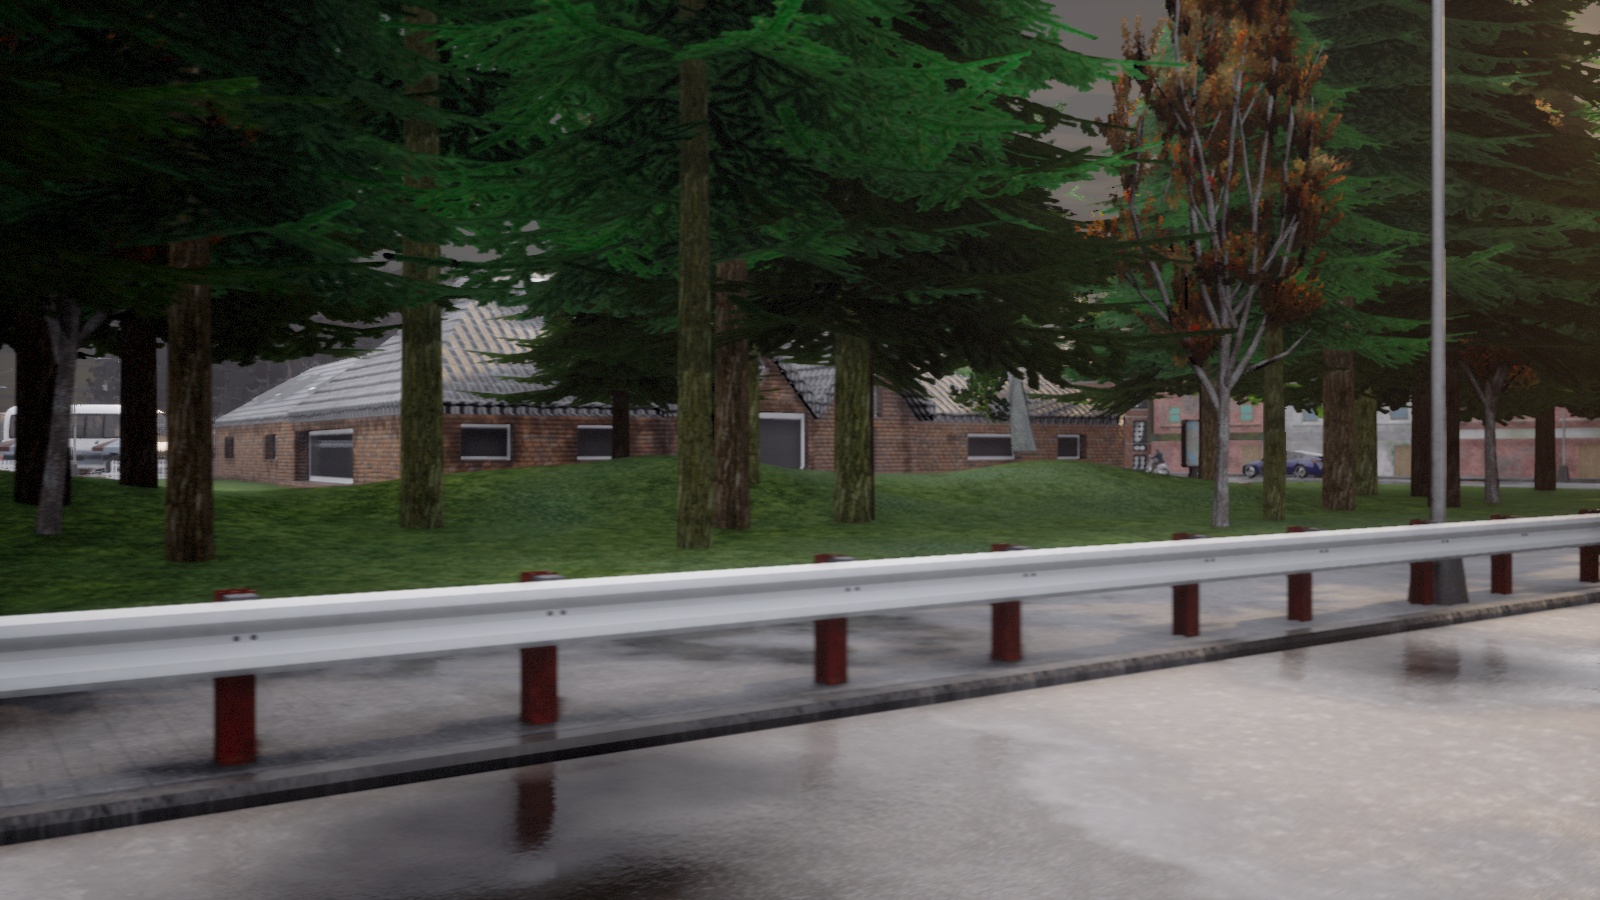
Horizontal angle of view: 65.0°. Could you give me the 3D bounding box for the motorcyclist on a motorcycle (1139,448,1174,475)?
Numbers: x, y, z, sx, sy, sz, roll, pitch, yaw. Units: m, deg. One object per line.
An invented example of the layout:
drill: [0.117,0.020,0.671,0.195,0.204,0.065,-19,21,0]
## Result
motorcyclist on a motorcycle: [20.948,0.662,73.854,0.866,1.590,1.817,0,0,-35]

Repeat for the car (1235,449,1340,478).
car: [25.867,0.680,66.756,2.163,1.488,4.792,0,0,-35]

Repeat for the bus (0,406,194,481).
bus: [-41.604,-0.384,74.383,10.273,4.253,3.944,0,1,17]
